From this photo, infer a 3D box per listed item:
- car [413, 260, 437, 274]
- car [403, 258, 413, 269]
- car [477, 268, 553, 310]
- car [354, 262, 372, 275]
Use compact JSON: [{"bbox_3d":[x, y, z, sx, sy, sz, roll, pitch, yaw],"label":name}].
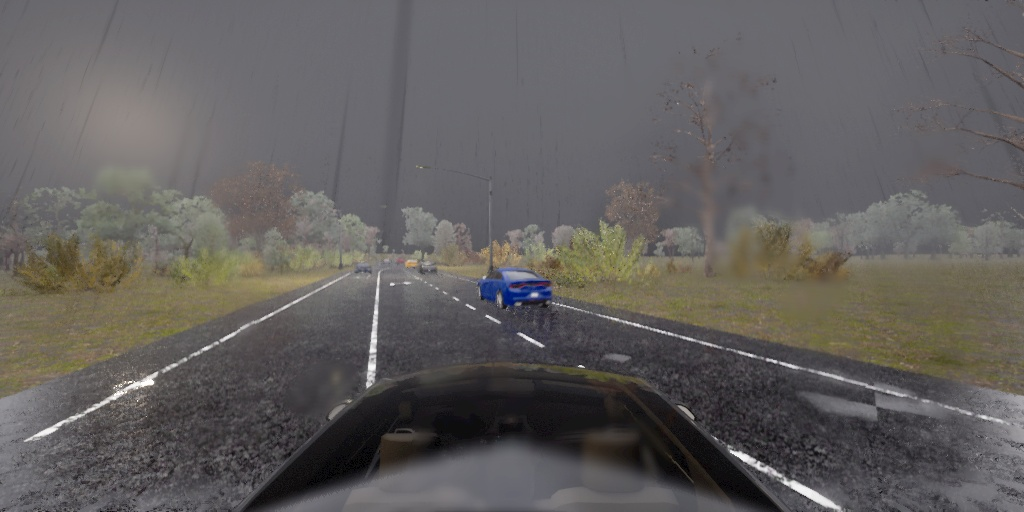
[{"bbox_3d":[-9.988,1.345,42.005,2.128,1.511,4.902,-1,0,-20],"label":"car"},{"bbox_3d":[-17.418,1.383,62.247,1.882,1.535,5.008,-1,0,-20],"label":"car"},{"bbox_3d":[-0.062,1.236,14.968,1.882,1.535,5.008,-1,0,-20],"label":"car"},{"bbox_3d":[-17.966,1.471,43.288,2.033,1.411,5.357,-1,0,-21],"label":"car"}]
